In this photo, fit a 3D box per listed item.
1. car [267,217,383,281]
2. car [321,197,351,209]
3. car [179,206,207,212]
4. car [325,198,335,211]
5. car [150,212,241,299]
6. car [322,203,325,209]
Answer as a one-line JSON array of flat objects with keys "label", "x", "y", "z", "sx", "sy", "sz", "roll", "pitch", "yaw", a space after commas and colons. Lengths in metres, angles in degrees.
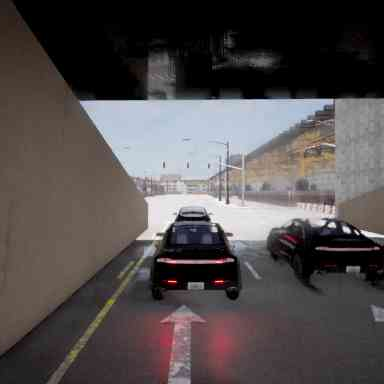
[{"label": "car", "x": 3.565, "y": 1.492, "z": 9.794, "sx": 2.128, "sy": 1.511, "sz": 4.902, "roll": 0, "pitch": 0, "yaw": 0}, {"label": "car", "x": 17.460, "y": 1.295, "z": 40.186, "sx": 1.853, "sy": 1.218, "sz": 4.536, "roll": 0, "pitch": 0, "yaw": 45}, {"label": "car", "x": 0.049, "y": 1.505, "z": 17.587, "sx": 1.837, "sy": 1.490, "sz": 4.892, "roll": 0, "pitch": 0, "yaw": 0}, {"label": "car", "x": 17.332, "y": 1.453, "z": 35.542, "sx": 2.038, "sy": 1.542, "sz": 4.974, "roll": 0, "pitch": 0, "yaw": -35}, {"label": "car", "x": 0.067, "y": 1.492, "z": 8.467, "sx": 2.128, "sy": 1.511, "sz": 4.902, "roll": 0, "pitch": 0, "yaw": 0}, {"label": "car", "x": 17.424, "y": 1.452, "z": 40.149, "sx": 2.038, "sy": 1.542, "sz": 4.974, "roll": 0, "pitch": 0, "yaw": 45}]
